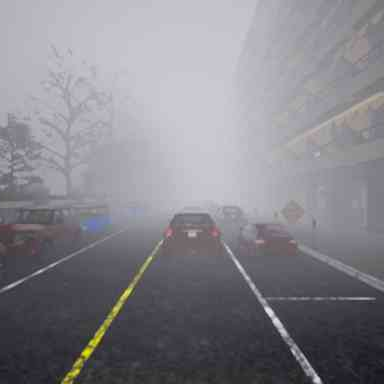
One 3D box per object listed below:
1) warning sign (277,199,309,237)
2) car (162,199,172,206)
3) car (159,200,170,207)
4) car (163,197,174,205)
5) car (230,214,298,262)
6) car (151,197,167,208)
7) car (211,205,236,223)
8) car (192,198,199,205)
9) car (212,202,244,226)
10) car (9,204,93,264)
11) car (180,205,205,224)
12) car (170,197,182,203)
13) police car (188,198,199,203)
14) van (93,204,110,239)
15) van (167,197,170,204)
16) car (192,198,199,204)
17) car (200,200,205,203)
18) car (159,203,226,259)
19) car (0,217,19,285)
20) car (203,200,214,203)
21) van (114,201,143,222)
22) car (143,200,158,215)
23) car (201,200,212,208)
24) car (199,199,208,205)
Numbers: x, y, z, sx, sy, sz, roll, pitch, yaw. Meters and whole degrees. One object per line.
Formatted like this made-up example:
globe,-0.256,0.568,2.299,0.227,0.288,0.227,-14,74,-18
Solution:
warning sign,5.075,1.296,16.788,1.300,1.860,1.060,0,-1,0
car,-5.660,2.377,74.394,1.887,1.381,4.507,0,-1,0
car,-5.662,2.346,68.763,1.802,1.307,4.206,0,-1,0
car,-5.657,2.215,80.028,2.192,1.841,5.009,0,-1,0
car,2.696,1.716,12.460,1.802,1.307,4.206,0,-1,0
car,-5.668,1.882,51.877,2.192,1.841,5.009,0,-1,0
car,2.703,1.899,29.351,1.802,1.307,4.206,0,-1,0
car,0.936,2.439,86.973,1.801,1.575,5.366,0,-1,0
car,2.700,1.696,23.723,1.967,1.590,4.097,0,-1,0
car,-5.685,1.449,12.467,2.192,1.841,5.009,0,-1,0
car,0.028,1.871,28.430,1.994,1.385,4.181,0,-1,0
car,-2.998,2.193,64.633,1.882,1.535,5.008,0,-1,1
police car,0.475,2.289,77.082,1.930,1.638,5.238,0,-1,12
van,-5.682,1.536,18.097,1.690,1.788,3.998,0,-1,0
van,-5.664,2.039,63.136,1.690,1.788,3.998,0,-1,0
car,0.938,2.533,92.783,1.882,1.535,5.008,0,-1,0
car,2.712,2.006,51.872,1.967,1.590,4.097,0,-1,0
car,0.023,1.496,13.429,2.097,1.767,4.553,0,-1,0
car,-5.686,1.514,6.834,1.967,1.590,4.097,0,-1,0
car,2.707,2.006,40.612,1.947,1.339,4.313,0,-1,0
van,-5.678,1.658,29.357,1.690,1.788,3.998,0,-1,0
car,-5.673,2.006,40.615,1.947,1.339,4.313,0,-1,0
car,2.717,2.225,63.301,1.752,1.417,4.829,0,-1,0
car,2.723,2.465,80.022,1.947,1.339,4.313,0,-1,0
